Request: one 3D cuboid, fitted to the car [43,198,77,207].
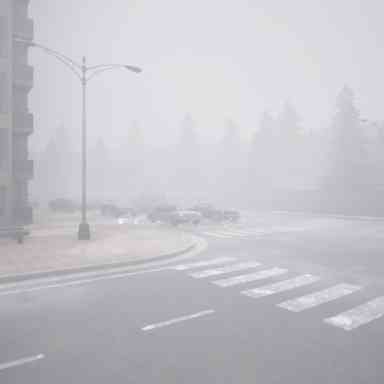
[{"bbox_3d":[-20.415,1.544,51.589,4.718,1.301,1.895,0,0,13],"label":"car"}]

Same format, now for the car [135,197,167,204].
[{"bbox_3d":[-3.795,1.507,32.100,1.994,1.385,4.181,0,0,-39],"label":"car"}]

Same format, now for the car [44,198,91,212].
[{"bbox_3d":[-14.048,1.449,37.508,4.892,1.490,1.837,0,0,32],"label":"car"}]

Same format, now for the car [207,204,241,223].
[{"bbox_3d":[1.479,1.544,25.092,1.895,1.301,4.718,0,0,-36],"label":"car"}]

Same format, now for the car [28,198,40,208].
[{"bbox_3d":[-23.087,1.451,45.073,4.892,1.490,1.837,-1,0,12],"label":"car"}]

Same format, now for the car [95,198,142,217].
[{"bbox_3d":[-6.790,1.469,30.355,1.812,1.442,4.674,0,0,-38],"label":"car"}]

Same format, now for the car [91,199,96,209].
[{"bbox_3d":[-10.650,1.507,39.240,4.181,1.385,1.994,0,0,36],"label":"car"}]

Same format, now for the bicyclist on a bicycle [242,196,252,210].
[{"bbox_3d":[6.195,1.243,37.441,1.656,1.620,0.582,0,0,-36],"label":"bicyclist on a bicycle"}]

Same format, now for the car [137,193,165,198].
[{"bbox_3d":[-5.327,1.164,39.692,5.566,2.045,2.150,0,0,45],"label":"car"}]

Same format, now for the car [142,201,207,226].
[{"bbox_3d":[-1.320,1.544,23.000,1.895,1.301,4.718,0,0,-36],"label":"car"}]
